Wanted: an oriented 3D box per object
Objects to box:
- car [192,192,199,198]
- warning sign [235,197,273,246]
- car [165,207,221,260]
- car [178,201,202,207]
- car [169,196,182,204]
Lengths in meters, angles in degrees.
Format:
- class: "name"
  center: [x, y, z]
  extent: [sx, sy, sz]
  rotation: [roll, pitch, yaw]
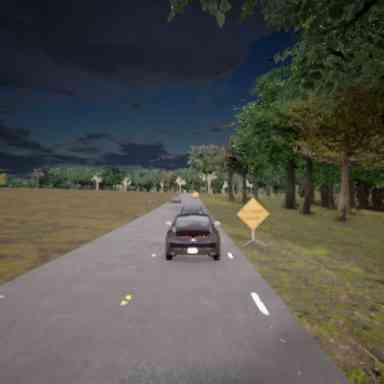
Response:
- class: "car"
  center: [0.938, 0.818, 93.293]
  extent: [1.882, 1.535, 5.008]
  rotation: [0, 1, 0]
- class: "warning sign"
  center: [2.440, 1.152, 13.304]
  extent: [1.300, 1.860, 1.060]
  rotation: [0, -1, 0]
- class: "car"
  center: [0.043, 1.541, 12.614]
  extent: [1.837, 1.490, 4.892]
  rotation: [0, 0, 1]
- class: "car"
  center: [0.033, 1.632, 26.957]
  extent: [1.895, 1.301, 4.718]
  rotation: [0, 0, 1]
- class: "car"
  center: [-2.826, 1.362, 57.033]
  extent: [1.994, 1.385, 4.181]
  rotation: [0, 1, 0]
